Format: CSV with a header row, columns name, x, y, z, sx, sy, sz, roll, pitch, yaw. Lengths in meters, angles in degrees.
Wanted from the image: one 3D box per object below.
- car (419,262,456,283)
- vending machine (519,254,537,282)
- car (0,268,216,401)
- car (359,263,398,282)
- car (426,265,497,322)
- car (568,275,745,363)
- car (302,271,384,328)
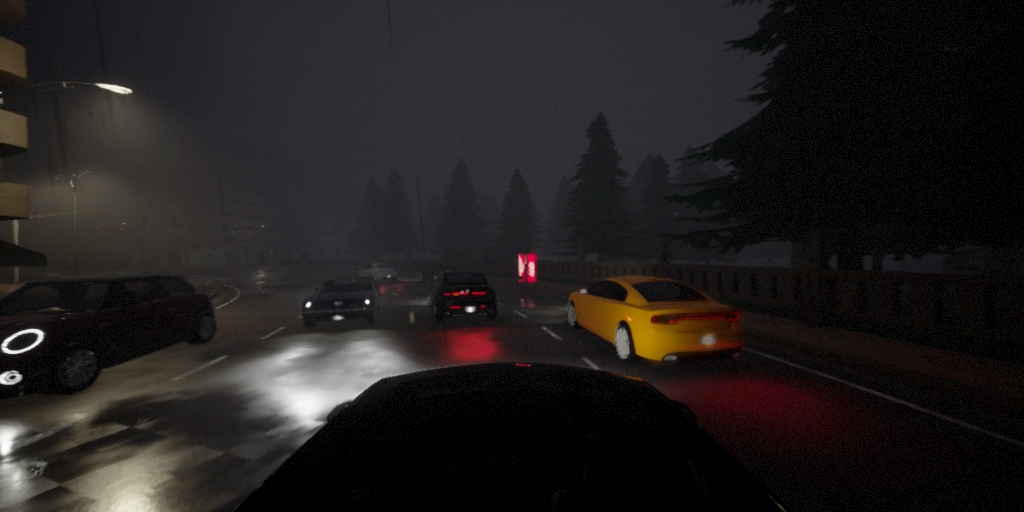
name,x,y,z,sx,sy,sz,roll,pitch,yaw
car,-5.449,1.185,27.032,1.837,1.490,4.892,0,0,-36
vending machine,1.076,0.825,24.630,1.100,2.100,0.880,0,0,-30
car,-7.758,1.152,6.516,2.097,1.767,4.553,-1,0,-12
car,-10.419,1.250,27.668,1.812,1.442,4.674,-1,0,-41
car,-1.808,1.221,12.286,1.837,1.490,4.892,0,0,-16
car,2.742,1.171,8.117,1.882,1.535,5.008,0,0,-8
car,-5.352,1.353,11.738,1.895,1.301,4.718,-1,0,-18
